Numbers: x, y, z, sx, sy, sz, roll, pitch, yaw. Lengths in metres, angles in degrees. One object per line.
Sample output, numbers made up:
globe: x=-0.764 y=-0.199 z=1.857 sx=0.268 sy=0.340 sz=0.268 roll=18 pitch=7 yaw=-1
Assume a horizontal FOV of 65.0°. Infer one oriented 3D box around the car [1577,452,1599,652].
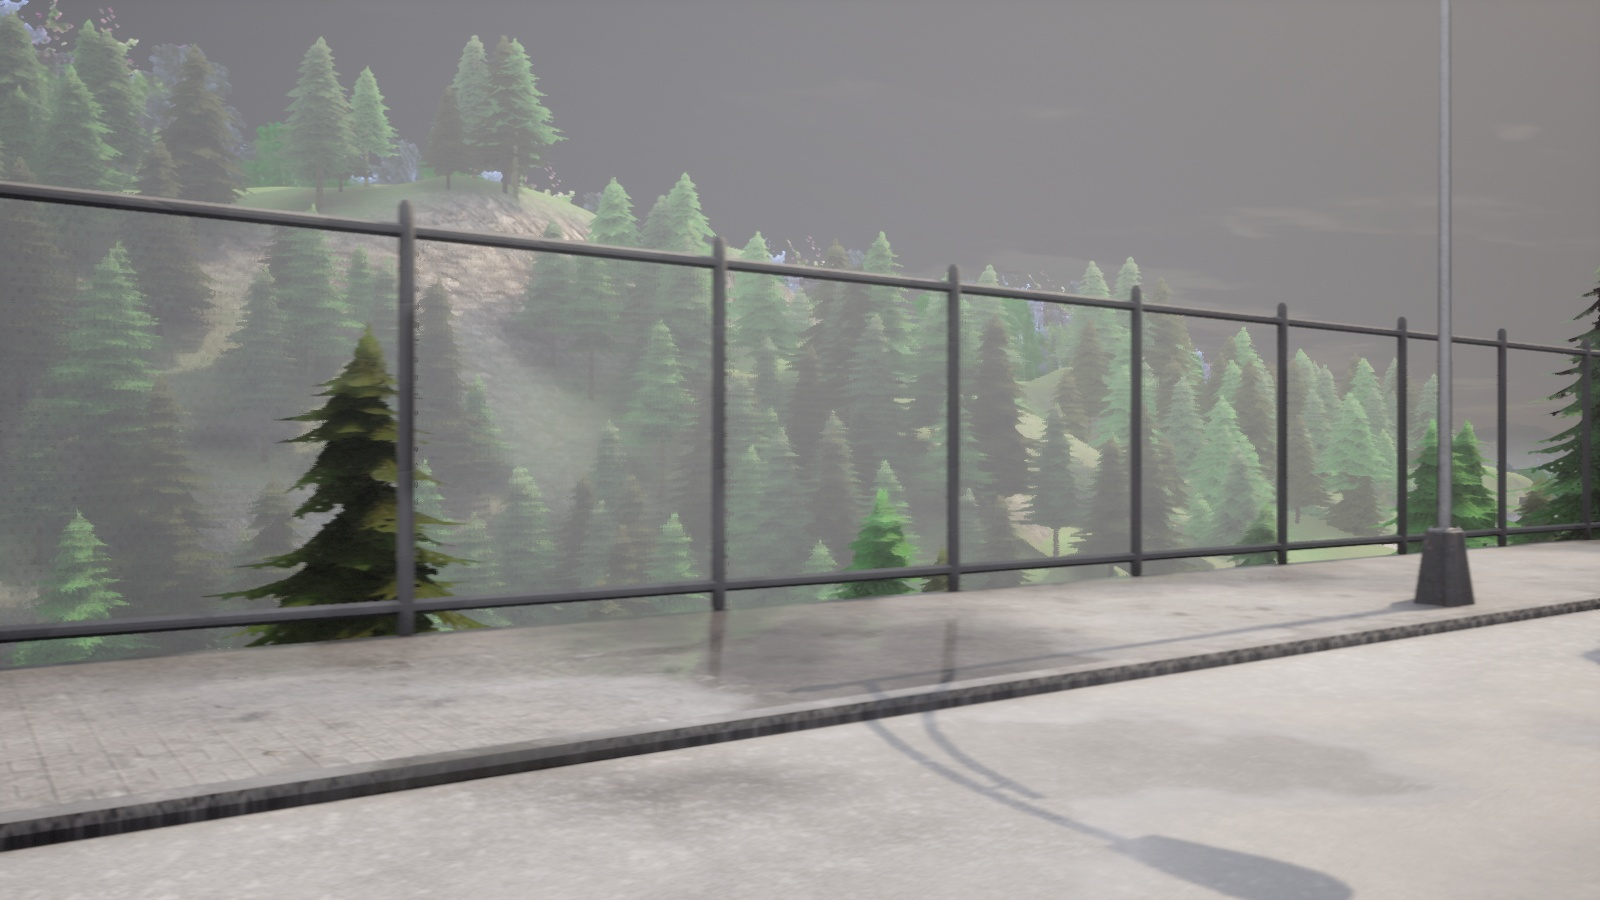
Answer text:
car: x=8.389 y=0.757 z=10.107 sx=4.892 sy=1.490 sz=1.837 roll=0 pitch=0 yaw=-35
